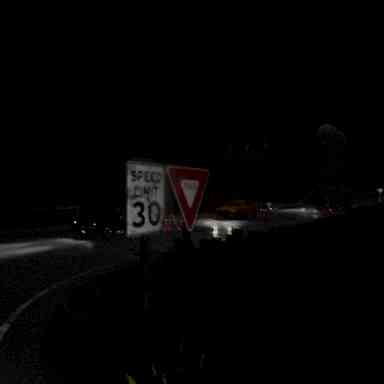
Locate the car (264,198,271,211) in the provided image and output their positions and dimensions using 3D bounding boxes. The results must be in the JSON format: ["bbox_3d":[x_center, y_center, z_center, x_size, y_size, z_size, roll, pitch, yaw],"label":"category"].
[{"bbox_3d":[7.537,1.369,37.651,1.816,1.474,4.193,7,3,33],"label":"car"}]

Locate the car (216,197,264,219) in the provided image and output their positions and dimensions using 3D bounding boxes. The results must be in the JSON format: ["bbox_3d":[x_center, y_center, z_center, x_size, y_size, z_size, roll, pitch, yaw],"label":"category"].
[{"bbox_3d":[3.795,1.382,27.477,1.882,1.535,5.008,0,1,36],"label":"car"}]

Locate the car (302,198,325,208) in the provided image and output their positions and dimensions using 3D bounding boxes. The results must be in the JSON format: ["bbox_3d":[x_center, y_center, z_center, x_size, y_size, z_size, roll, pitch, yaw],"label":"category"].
[{"bbox_3d":[16.468,1.504,45.045,1.895,1.301,4.718,0,0,36],"label":"car"}]

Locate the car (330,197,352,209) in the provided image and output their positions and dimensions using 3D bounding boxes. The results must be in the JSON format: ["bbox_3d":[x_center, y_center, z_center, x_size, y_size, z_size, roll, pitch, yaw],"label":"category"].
[{"bbox_3d":[19.068,1.382,42.480,2.128,1.511,4.902,0,0,36],"label":"car"}]

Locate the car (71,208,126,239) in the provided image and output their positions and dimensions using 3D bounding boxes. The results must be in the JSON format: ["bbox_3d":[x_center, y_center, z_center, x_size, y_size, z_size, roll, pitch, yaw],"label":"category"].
[{"bbox_3d":[-3.691,1.505,17.010,1.895,1.301,4.718,0,0,36],"label":"car"}]
